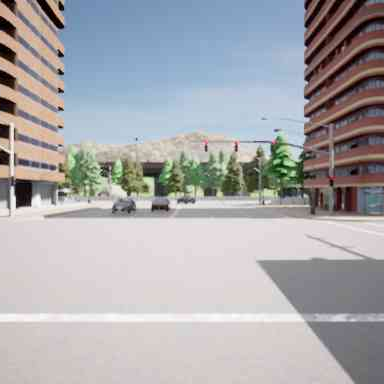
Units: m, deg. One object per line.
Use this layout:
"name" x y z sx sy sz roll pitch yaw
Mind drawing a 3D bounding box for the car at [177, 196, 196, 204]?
"car" -1.061 1.364 59.426 2.128 1.511 4.902 0 0 -27

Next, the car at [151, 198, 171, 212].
"car" -3.529 1.404 38.181 1.882 1.535 5.008 0 0 0

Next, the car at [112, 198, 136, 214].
"car" -7.051 1.424 34.860 2.128 1.511 4.902 0 0 0
